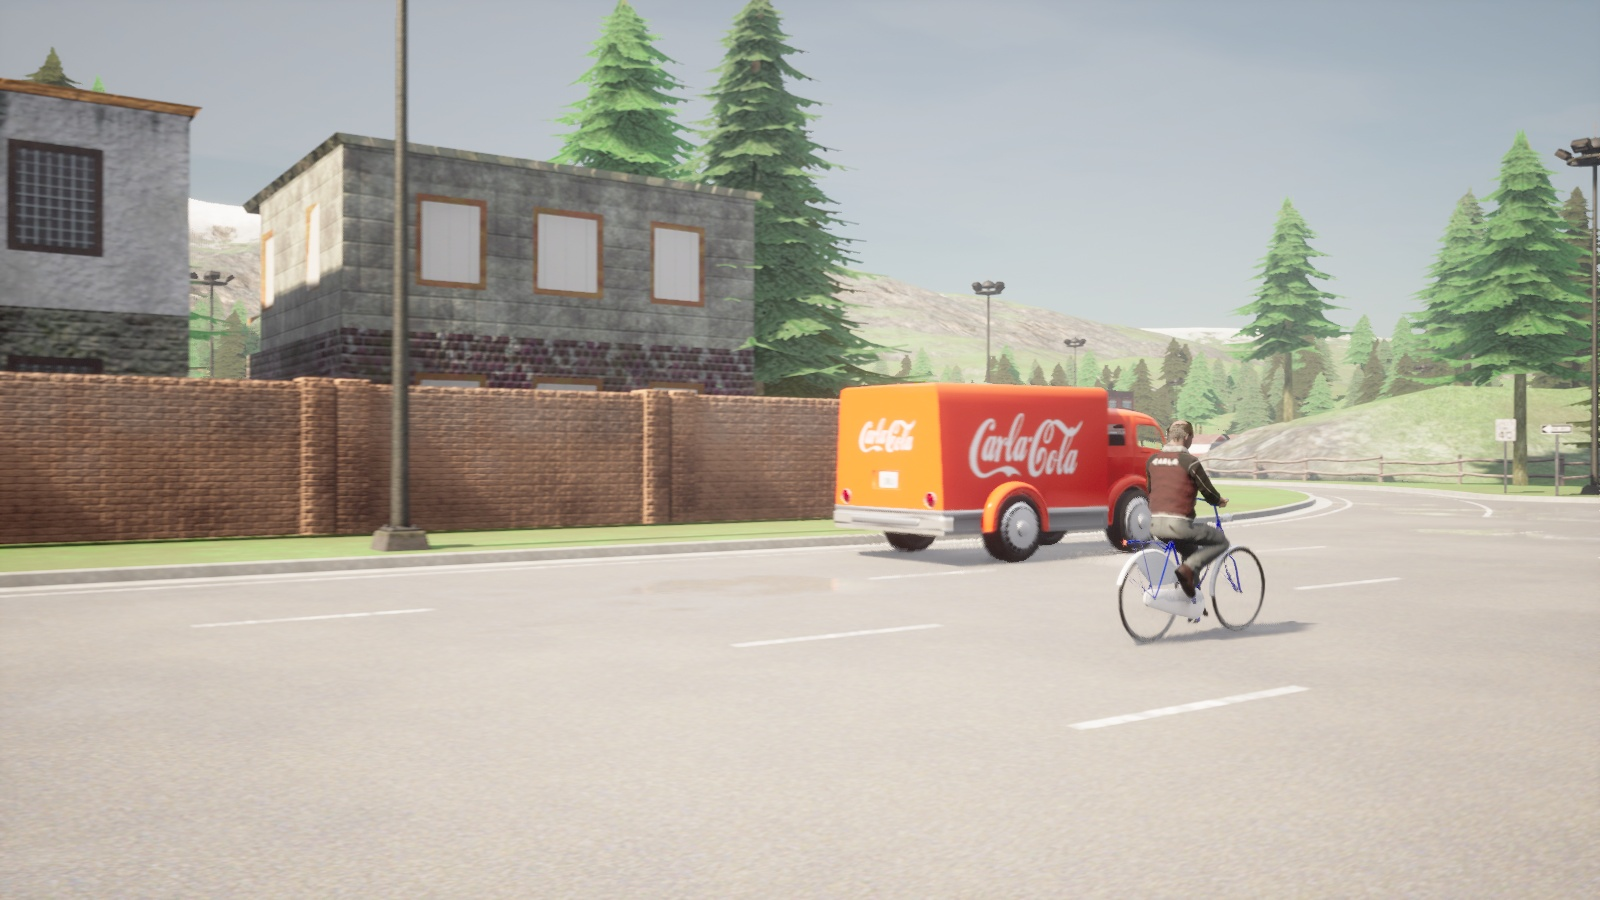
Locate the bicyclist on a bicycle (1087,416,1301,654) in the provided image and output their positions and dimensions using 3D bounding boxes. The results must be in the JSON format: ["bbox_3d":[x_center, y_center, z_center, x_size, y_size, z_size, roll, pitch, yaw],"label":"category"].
[{"bbox_3d":[3.209,0.633,10.158,1.843,1.776,0.659,0,0,-35],"label":"bicyclist on a bicycle"}]

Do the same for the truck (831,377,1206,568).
[{"bbox_3d":[3.337,0.297,18.804,5.204,2.467,2.627,0,0,-35],"label":"truck"}]
